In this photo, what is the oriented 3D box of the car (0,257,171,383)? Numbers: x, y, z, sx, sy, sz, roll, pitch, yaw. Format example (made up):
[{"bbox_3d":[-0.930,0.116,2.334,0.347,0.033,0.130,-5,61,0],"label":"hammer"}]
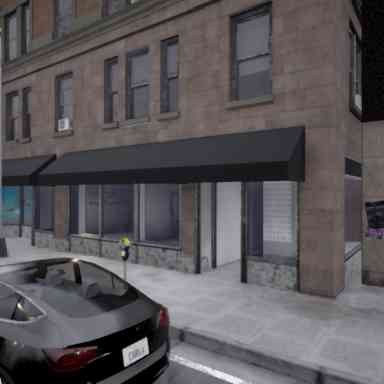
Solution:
[{"bbox_3d":[-2.228,1.564,4.393,4.313,1.339,1.947,0,0,35],"label":"car"}]
